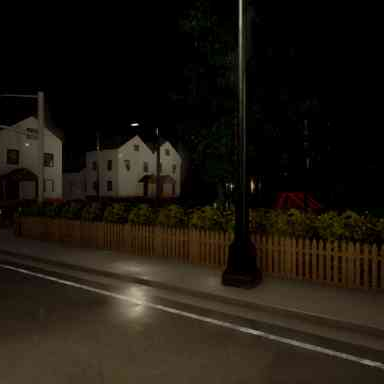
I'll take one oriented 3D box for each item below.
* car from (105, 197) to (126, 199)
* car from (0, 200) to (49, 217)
[{"bbox_3d":[-9.389,1.352,38.811,2.097,1.767,4.553,0,0,35],"label":"car"},{"bbox_3d":[-15.037,1.491,30.641,2.128,1.511,4.902,0,0,35],"label":"car"}]
